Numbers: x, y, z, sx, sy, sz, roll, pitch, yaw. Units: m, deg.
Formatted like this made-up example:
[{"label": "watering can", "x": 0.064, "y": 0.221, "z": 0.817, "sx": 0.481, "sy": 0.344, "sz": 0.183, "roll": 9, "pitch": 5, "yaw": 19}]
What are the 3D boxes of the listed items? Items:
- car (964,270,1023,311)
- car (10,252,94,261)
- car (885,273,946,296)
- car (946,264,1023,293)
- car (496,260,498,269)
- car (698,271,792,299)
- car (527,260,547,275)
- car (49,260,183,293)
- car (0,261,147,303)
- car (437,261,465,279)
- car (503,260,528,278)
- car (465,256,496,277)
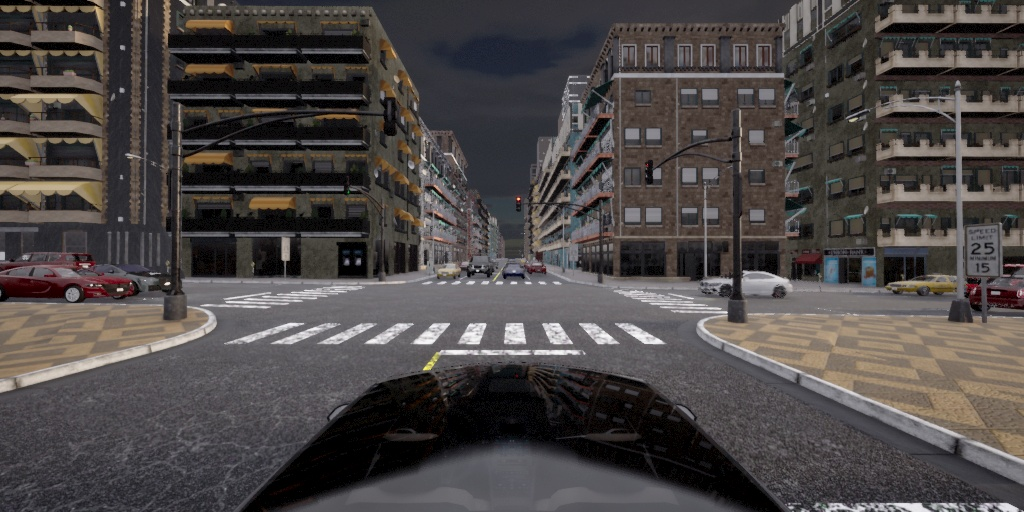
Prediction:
[{"label": "car", "x": 20.838, "y": 1.500, "z": 14.011, "sx": 4.097, "sy": 1.591, "sz": 1.967, "roll": 0, "pitch": 0, "yaw": 0}, {"label": "car", "x": -28.641, "y": 0.686, "z": 21.998, "sx": 5.009, "sy": 1.841, "sz": 2.192, "roll": 0, "pitch": 0, "yaw": 0}, {"label": "car", "x": 26.252, "y": 1.754, "z": 22.364, "sx": 4.829, "sy": 1.417, "sz": 1.751, "roll": 0, "pitch": 0, "yaw": 0}, {"label": "car", "x": 28.205, "y": 1.456, "z": 19.831, "sx": 5.566, "sy": 2.045, "sz": 2.150, "roll": 1, "pitch": -1, "yaw": -1}, {"label": "car", "x": -3.086, "y": 1.265, "z": 45.286, "sx": 1.837, "sy": 1.490, "sz": 4.892, "roll": 0, "pitch": 0, "yaw": 0}, {"label": "car", "x": 12.736, "y": 1.516, "z": 19.676, "sx": 4.674, "sy": 1.442, "sz": 1.812, "roll": 1, "pitch": -1, "yaw": -2}, {"label": "car", "x": 2.701, "y": 1.303, "z": 38.346, "sx": 1.888, "sy": 1.381, "sz": 4.507, "roll": 0, "pitch": 0, "yaw": 0}, {"label": "car", "x": -17.674, "y": 1.049, "z": 16.290, "sx": 4.181, "sy": 1.385, "sz": 1.994, "roll": 1, "pitch": -1, "yaw": -1}, {"label": "car", "x": -17.259, "y": 1.012, "z": 13.700, "sx": 4.507, "sy": 1.381, "sz": 1.888, "roll": 0, "pitch": 0, "yaw": 0}, {"label": "car", "x": -5.681, "y": 1.282, "z": 32.669, "sx": 1.751, "sy": 1.417, "sz": 4.829, "roll": 0, "pitch": 0, "yaw": 0}, {"label": "car", "x": 0.163, "y": 1.322, "z": 33.777, "sx": 1.994, "sy": 1.385, "sz": 4.181, "roll": 0, "pitch": 0, "yaw": -1}, {"label": "car", "x": -3.091, "y": 0.979, "z": 35.247, "sx": 2.150, "sy": 2.045, "sz": 5.566, "roll": 0, "pitch": 0, "yaw": 0}]
